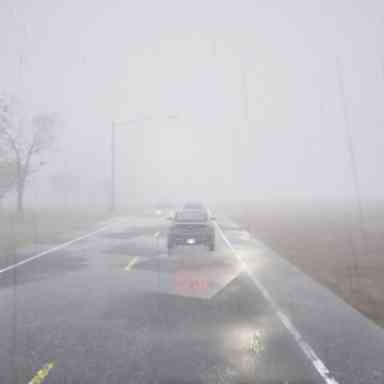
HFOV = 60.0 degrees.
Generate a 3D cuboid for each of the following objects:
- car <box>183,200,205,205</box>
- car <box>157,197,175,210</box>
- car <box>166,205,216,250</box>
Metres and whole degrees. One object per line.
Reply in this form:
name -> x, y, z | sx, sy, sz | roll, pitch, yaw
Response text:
car -> 0.166, 1.483, 31.866 | 1.882, 1.535, 5.008 | 0, 0, 1
car -> -3.223, 1.480, 42.372 | 1.882, 1.535, 5.008 | 0, 0, 2
car -> -0.032, 1.509, 14.342 | 1.837, 1.490, 4.892 | 0, 0, 0
